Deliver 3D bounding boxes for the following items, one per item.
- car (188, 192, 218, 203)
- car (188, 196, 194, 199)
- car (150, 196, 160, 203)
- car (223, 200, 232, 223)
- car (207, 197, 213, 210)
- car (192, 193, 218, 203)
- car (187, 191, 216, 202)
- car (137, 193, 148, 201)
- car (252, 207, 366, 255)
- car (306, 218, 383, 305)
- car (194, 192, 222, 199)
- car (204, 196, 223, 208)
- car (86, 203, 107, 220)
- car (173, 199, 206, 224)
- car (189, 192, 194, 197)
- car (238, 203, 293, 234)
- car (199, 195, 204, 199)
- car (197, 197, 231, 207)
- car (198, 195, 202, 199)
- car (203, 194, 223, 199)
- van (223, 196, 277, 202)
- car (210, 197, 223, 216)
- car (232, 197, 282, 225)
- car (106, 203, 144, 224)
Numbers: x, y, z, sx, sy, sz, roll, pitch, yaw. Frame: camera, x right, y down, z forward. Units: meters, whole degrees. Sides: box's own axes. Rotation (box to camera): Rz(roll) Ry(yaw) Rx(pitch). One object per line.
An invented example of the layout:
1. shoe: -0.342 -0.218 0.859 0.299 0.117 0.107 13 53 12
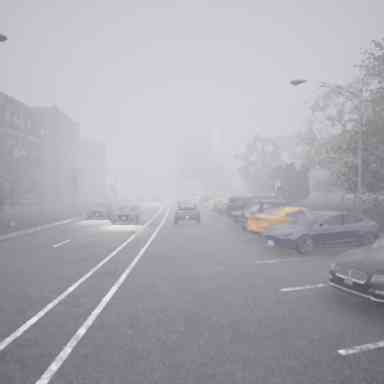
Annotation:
1. car: 2.207 1.017 66.595 5.566 2.045 2.435 0 2 -25
2. car: -1.238 1.614 42.888 2.033 1.411 5.357 0 0 -3
3. car: -7.260 1.381 66.144 1.895 1.301 4.718 0 1 -5
4. car: 4.963 1.500 22.117 5.008 1.535 2.097 1 0 -22
5. car: 4.480 1.526 33.997 5.008 1.535 2.097 1 0 -23
6. car: 2.523 1.209 63.670 4.553 1.767 2.185 0 2 -25
7. car: 1.979 0.949 69.588 5.566 2.045 2.435 0 1 -26
8. car: -10.412 1.001 69.793 2.097 1.767 4.553 0 1 -5
9. car: 5.152 1.517 13.198 4.792 1.488 2.163 1 0 -21
10. car: 5.282 1.486 7.264 4.892 1.521 2.231 1 0 -21
11. car: 3.668 1.287 48.847 5.566 2.045 2.435 1 0 -24
12. car: 4.512 1.533 37.038 5.366 1.575 1.946 1 0 -23
13. car: -7.679 1.605 28.609 1.994 1.385 4.181 0 0 -2
14. car: -0.379 1.515 24.693 2.128 1.511 4.902 0 0 -2
15. car: 2.967 1.195 57.713 5.566 2.045 2.435 0 1 -25
16. car: 5.111 1.491 16.182 5.008 1.535 2.097 1 0 -22
17. car: 4.009 1.547 42.897 5.008 1.535 2.097 1 0 -24
18. car: 3.460 1.547 51.817 4.792 1.488 2.163 1 0 -24
19. car: 3.842 1.549 45.862 4.892 1.521 2.231 1 1 -24
20. car: 4.214 1.416 39.937 4.553 1.767 2.185 1 0 -23
21. van: 4.966 1.281 25.140 4.442 1.987 1.878 1 0 -22
22. car: 4.630 1.519 31.023 5.008 1.535 2.097 1 0 -23
23. car: 5.011 1.369 19.145 4.553 1.767 2.185 1 0 -22
24. car: -4.730 1.591 24.682 1.994 1.385 4.181 0 0 -2
